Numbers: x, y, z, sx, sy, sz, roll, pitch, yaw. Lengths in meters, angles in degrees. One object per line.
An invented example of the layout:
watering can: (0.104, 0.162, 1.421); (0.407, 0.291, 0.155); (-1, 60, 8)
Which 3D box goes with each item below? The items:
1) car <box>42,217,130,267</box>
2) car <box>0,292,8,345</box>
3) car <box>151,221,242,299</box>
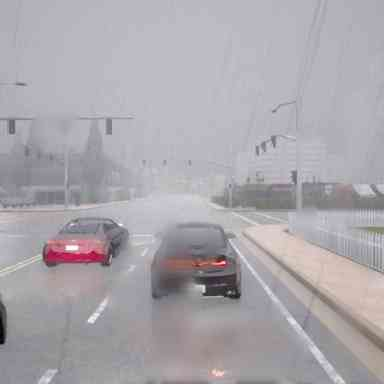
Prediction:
car: (-3.418, 1.564, 11.479); (1.994, 1.385, 4.181); (0, 0, 0)
car: (-3.408, 1.492, 2.570); (2.128, 1.511, 4.902); (0, 0, 0)
car: (0.087, 1.505, 8.440); (1.837, 1.490, 4.892); (0, 0, 0)
